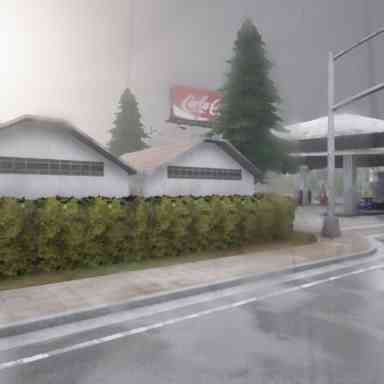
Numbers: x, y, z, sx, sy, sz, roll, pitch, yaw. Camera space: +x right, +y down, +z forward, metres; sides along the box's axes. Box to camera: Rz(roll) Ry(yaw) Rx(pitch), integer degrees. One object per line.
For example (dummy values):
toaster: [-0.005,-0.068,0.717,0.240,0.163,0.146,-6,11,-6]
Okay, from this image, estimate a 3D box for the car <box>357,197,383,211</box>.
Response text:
car: [21.560,1.468,39.873,4.611,1.667,2.242,0,0,-36]

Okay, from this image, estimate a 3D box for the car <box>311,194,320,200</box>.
car: [32.594,1.308,89.374,2.152,1.636,5.027,0,0,-36]
